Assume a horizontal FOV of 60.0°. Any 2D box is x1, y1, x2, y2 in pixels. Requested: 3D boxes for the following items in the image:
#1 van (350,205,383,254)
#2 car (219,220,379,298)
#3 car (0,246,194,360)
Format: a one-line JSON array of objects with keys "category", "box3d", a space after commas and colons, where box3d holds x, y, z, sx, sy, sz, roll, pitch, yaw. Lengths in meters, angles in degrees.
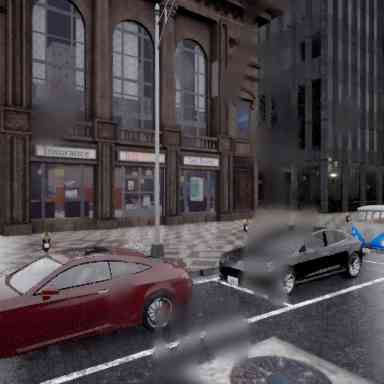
[{"category": "van", "box3d": [7.252, 1.341, 11.787, 3.998, 1.788, 1.690, 0, 0, -35]}, {"category": "car", "box3d": [2.670, 1.566, 8.535, 4.313, 1.339, 1.947, 0, 0, -35]}, {"category": "car", "box3d": [-1.912, 1.582, 5.284, 4.206, 1.307, 1.802, 0, 0, -35]}]
